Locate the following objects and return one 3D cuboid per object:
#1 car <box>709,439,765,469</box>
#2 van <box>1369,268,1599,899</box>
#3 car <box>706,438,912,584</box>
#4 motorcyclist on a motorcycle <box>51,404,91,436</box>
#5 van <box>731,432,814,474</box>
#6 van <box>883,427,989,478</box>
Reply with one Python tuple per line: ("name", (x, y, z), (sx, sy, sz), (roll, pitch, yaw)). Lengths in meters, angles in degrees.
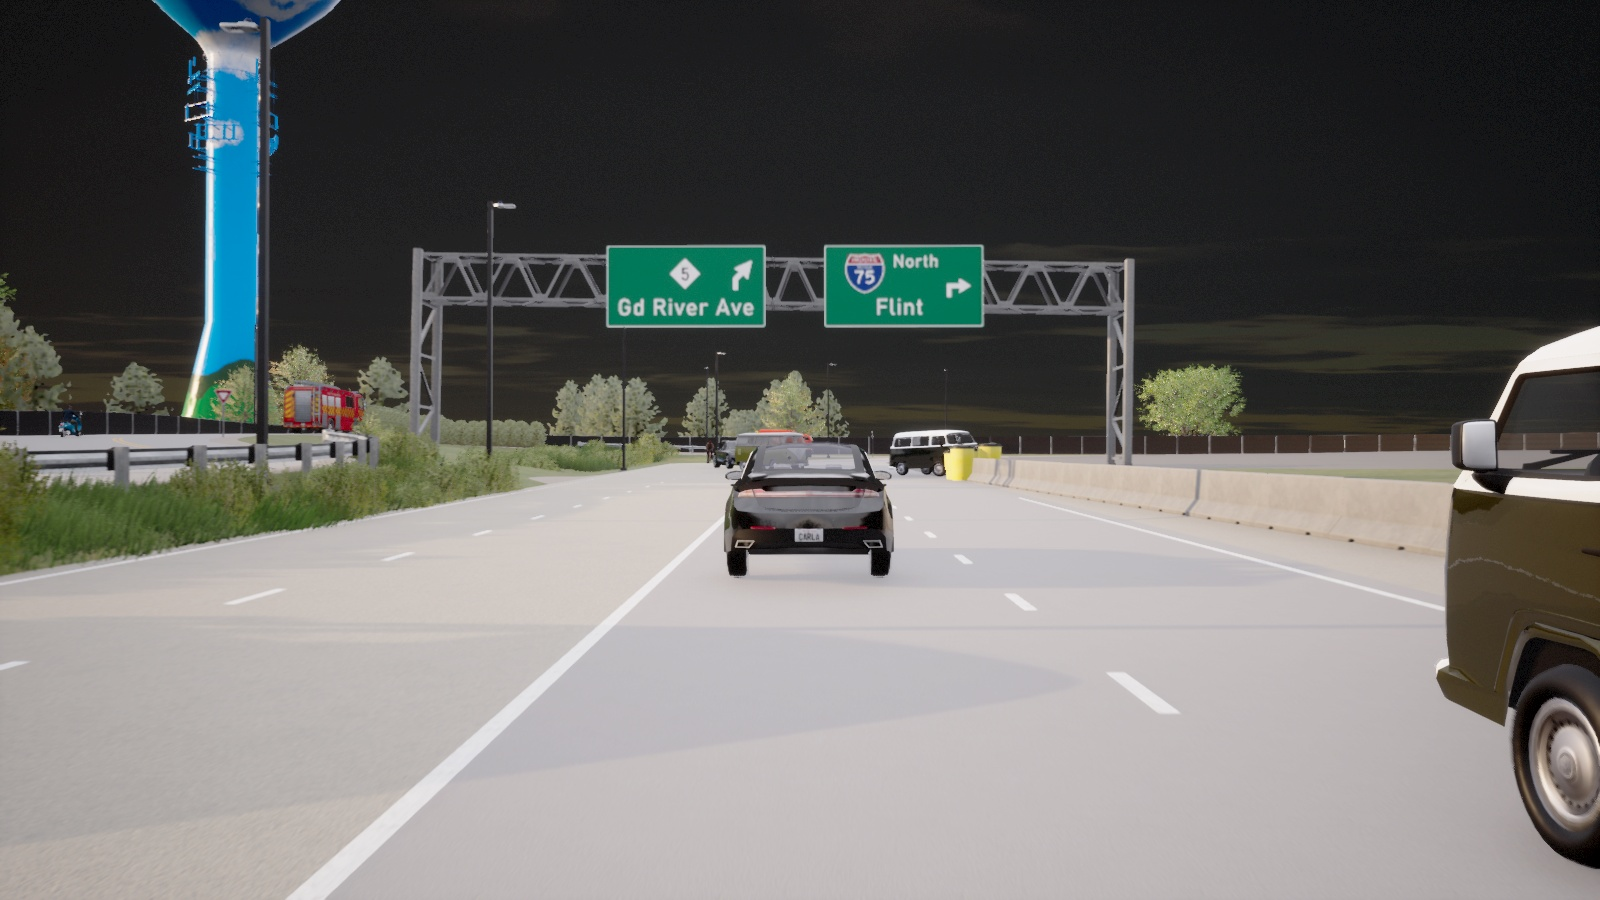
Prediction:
("car", (-3.635, 0.225, 71.559), (2.033, 1.649, 4.856), (0, 0, -18))
("van", (3.535, 0.455, 3.293), (2.069, 2.038, 4.480), (0, 0, 0))
("car", (0.104, 0.616, 15.402), (2.128, 1.511, 4.902), (0, 0, 0))
("motorcyclist on a motorcycle", (-35.914, -1.470, 61.883), (0.866, 1.590, 1.817), (0, 1, 0))
("van", (-1.395, 0.119, 61.711), (1.775, 1.987, 4.442), (0, 1, -38))
("van", (5.966, 0.144, 55.631), (2.069, 2.038, 4.480), (-3, 0, -36))
